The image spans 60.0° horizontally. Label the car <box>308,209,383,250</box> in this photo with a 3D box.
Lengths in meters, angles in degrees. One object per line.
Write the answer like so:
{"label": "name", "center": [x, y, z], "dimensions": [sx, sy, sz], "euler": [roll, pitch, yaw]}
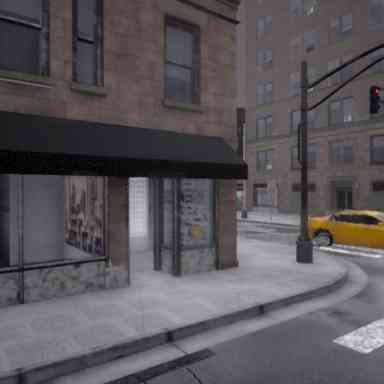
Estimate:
{"label": "car", "center": [6.928, 1.473, 13.021], "dimensions": [5.008, 1.535, 1.882], "euler": [0, 1, 44]}
